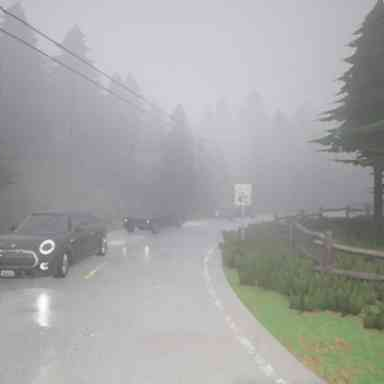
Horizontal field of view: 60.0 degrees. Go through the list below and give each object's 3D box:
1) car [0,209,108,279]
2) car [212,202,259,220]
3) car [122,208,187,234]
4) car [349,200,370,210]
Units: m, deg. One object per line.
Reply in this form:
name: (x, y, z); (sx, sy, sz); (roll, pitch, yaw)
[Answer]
car: (-4.271, 1.386, 10.292); (2.097, 1.767, 4.553); (0, 0, 5)
car: (3.753, 1.572, 28.268); (4.902, 1.511, 2.128); (0, 0, -43)
car: (-2.103, 1.660, 19.982); (1.895, 1.301, 4.718); (0, 0, 25)
car: (18.719, 1.588, 35.287); (4.902, 1.511, 2.128); (0, 0, -31)
